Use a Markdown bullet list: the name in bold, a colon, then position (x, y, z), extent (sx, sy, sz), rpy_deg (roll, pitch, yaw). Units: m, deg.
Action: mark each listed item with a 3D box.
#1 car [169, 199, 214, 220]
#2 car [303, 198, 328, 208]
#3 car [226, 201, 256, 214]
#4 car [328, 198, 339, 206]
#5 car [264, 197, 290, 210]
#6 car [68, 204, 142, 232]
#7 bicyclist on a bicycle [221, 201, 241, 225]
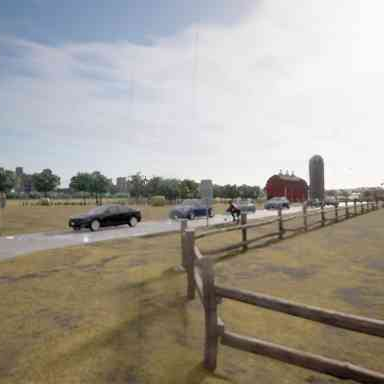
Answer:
- **car**: position (-0.004, 1.450, 28.710), extent (2.097, 1.767, 4.553), rpy_deg (-2, -1, 36)
- **car**: position (17.823, 1.667, 48.580), extent (1.895, 1.301, 4.718), rpy_deg (-2, -2, 35)
- **car**: position (5.375, 1.674, 36.223), extent (1.994, 1.385, 4.181), rpy_deg (-2, -1, 35)
- **car**: position (23.610, 1.675, 56.662), extent (2.033, 1.411, 5.357), rpy_deg (-2, -2, 35)
- **car**: position (11.435, 1.480, 44.639), extent (2.097, 1.767, 4.553), rpy_deg (-2, -1, 36)
- **car**: position (-5.403, 1.562, 21.137), extent (1.882, 1.535, 5.008), rpy_deg (-2, -1, 35)
- **bicyclist on a bicycle**: position (2.672, 1.408, 22.162), extent (1.656, 1.620, 0.582), rpy_deg (0, 0, 36)
